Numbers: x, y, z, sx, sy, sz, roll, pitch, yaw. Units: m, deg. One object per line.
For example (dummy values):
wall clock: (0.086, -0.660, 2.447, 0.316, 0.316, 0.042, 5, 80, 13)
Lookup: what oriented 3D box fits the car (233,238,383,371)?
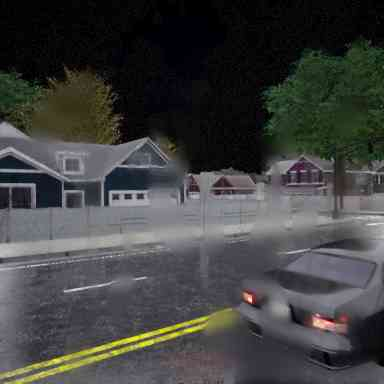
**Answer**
car: (3.158, 1.539, 5.719, 5.357, 1.411, 2.033, 0, 0, -36)
